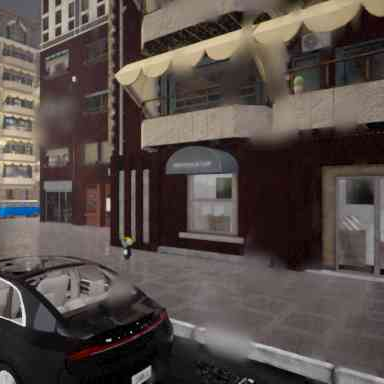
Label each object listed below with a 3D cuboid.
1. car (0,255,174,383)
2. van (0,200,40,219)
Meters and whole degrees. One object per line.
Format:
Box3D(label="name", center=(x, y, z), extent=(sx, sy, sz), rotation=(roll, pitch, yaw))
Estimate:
Box3D(label="car", center=(-2.263, 1.550, 4.483), extent=(4.403, 1.369, 2.008), rotation=(0, 0, 35))
Box3D(label="van", center=(-16.559, 1.705, 32.133), extent=(1.690, 1.788, 3.998), rotation=(-1, -2, 35))
